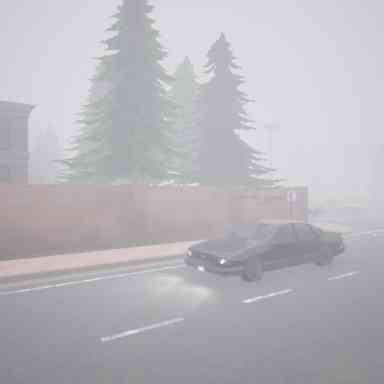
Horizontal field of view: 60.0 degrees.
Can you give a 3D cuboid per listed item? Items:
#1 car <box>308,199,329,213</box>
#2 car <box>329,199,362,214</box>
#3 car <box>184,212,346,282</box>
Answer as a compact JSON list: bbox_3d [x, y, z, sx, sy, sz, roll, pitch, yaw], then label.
[{"bbox_3d":[9.767,1.547,31.526,2.033,1.411,5.357,0,0,-34],"label":"car"},{"bbox_3d":[15.507,1.477,35.569,1.882,1.535,5.008,0,0,-35],"label":"car"},{"bbox_3d":[2.412,1.547,9.915,5.357,1.411,2.033,0,0,-35],"label":"car"}]
